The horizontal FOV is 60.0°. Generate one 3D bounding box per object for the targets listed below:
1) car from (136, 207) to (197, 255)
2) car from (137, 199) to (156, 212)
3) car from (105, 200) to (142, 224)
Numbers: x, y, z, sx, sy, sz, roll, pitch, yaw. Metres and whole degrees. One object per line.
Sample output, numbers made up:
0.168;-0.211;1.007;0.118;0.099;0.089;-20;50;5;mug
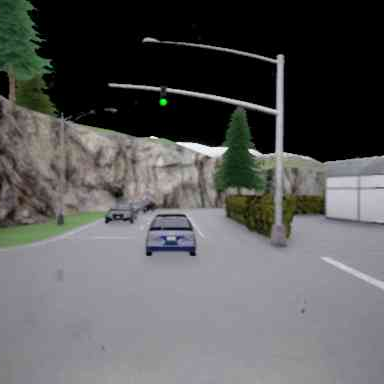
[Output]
-0.825;1.561;13.282;2.033;1.411;5.357;1;0;-3;car
-5.341;1.491;36.075;2.128;1.511;4.902;1;0;11;car
-5.153;1.546;24.778;1.994;1.385;4.181;1;0;-2;car
